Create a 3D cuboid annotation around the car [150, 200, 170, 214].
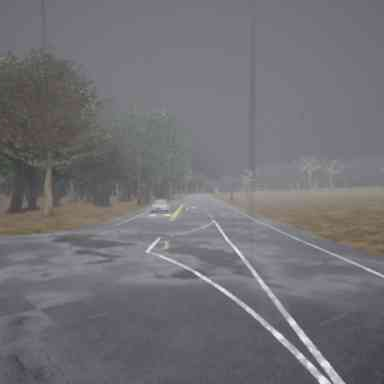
[{"bbox_3d":[-3.433,1.575,36.552,1.812,1.442,4.674,0,0,0],"label":"car"}]
